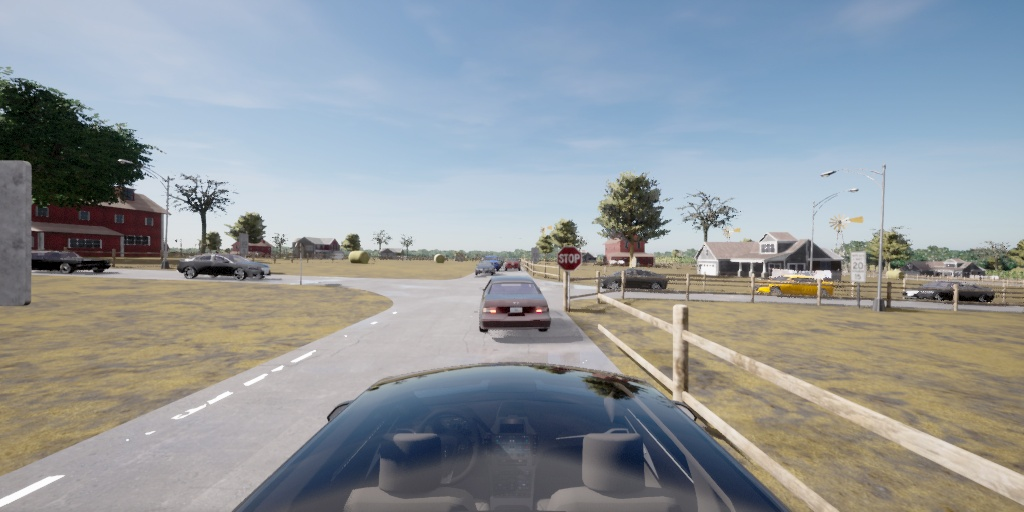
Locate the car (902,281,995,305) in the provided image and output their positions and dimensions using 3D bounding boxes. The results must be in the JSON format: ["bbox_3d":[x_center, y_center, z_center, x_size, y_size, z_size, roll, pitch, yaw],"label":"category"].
[{"bbox_3d":[29.829,2.478,24.601,4.902,1.511,2.128,2,0,0],"label":"car"}]

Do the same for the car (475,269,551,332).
[{"bbox_3d":[-0.029,1.299,10.822,2.033,1.411,5.357,0,0,-3],"label":"car"}]

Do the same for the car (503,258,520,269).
[{"bbox_3d":[0.121,1.124,51.189,2.097,1.767,4.553,0,0,0],"label":"car"}]

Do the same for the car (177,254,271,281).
[{"bbox_3d":[-17.245,0.630,21.623,4.902,1.511,2.128,2,0,0],"label":"car"}]

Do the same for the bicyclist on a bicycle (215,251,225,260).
[{"bbox_3d":[-22.604,0.406,27.605,0.582,1.620,1.656,2,0,0],"label":"bicyclist on a bicycle"}]

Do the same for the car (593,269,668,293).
[{"bbox_3d":[7.932,1.615,24.180,4.892,1.490,1.837,3,0,-6],"label":"car"}]

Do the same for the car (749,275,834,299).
[{"bbox_3d":[19.057,2.028,24.599,5.008,1.535,1.882,2,0,0],"label":"car"}]

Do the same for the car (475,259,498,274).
[{"bbox_3d":[-2.831,1.289,38.351,1.812,1.442,4.674,0,0,0],"label":"car"}]

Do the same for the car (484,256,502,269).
[{"bbox_3d":[-2.813,0.991,48.314,2.150,2.045,5.566,0,0,0],"label":"car"}]

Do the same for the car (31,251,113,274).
[{"bbox_3d":[-27.348,0.366,21.619,4.718,1.301,1.895,2,0,0],"label":"car"}]
